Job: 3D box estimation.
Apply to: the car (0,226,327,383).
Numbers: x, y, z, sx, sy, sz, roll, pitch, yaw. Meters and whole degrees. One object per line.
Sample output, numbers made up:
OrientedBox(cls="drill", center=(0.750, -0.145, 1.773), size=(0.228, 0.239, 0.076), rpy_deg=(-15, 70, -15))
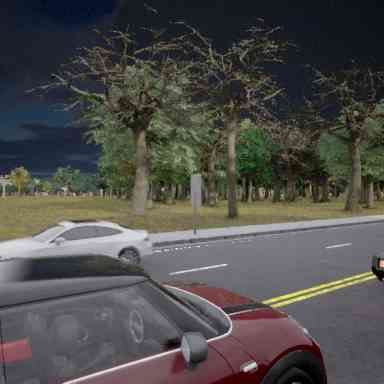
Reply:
OrientedBox(cls="car", center=(-0.903, 1.352, 2.795), size=(4.553, 1.767, 2.097), rpy_deg=(0, 0, -35))

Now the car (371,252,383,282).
OrientedBox(cls="car", center=(6.382, 1.603, 7.978), size=(4.718, 1.301, 1.895), rpy_deg=(0, 0, -35))

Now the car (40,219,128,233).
OrientedBox(cls="car", center=(-3.328, 1.526, 9.291), size=(4.674, 1.442, 1.812), rpy_deg=(0, 0, -35))
